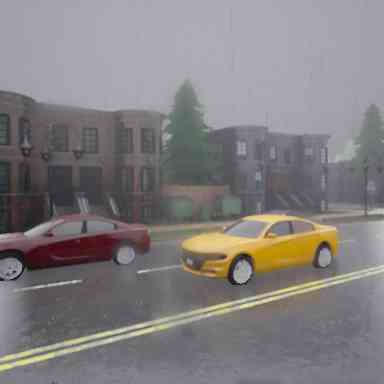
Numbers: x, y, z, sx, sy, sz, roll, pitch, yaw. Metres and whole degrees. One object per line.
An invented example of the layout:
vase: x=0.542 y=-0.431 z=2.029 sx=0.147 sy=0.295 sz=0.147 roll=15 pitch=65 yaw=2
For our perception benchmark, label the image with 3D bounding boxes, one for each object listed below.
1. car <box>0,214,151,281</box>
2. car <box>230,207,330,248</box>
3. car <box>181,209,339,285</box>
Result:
car: x=-3.685 y=1.445 z=9.919 sx=5.008 sy=1.535 sz=1.882 roll=0 pitch=0 yaw=-33
car: x=3.966 y=1.457 z=14.828 sx=4.181 sy=1.385 sz=1.994 roll=-1 pitch=0 yaw=-33
car: x=2.042 y=1.413 z=9.437 sx=5.008 sy=1.535 sz=1.882 roll=0 pitch=0 yaw=-33
